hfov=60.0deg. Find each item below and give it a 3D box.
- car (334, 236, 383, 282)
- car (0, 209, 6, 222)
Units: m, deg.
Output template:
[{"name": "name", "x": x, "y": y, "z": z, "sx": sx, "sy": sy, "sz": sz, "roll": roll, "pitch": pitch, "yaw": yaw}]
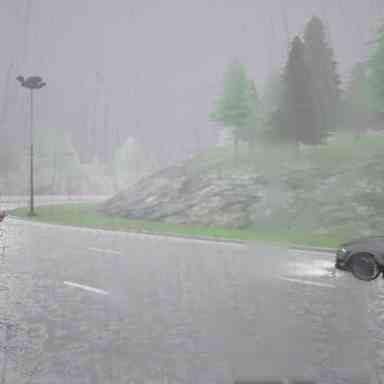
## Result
[{"name": "car", "x": 5.898, "y": 1.564, "z": 8.384, "sx": 4.181, "sy": 1.385, "sz": 1.994, "roll": 0, "pitch": 0, "yaw": 35}, {"name": "car", "x": -15.476, "y": 1.583, "z": 24.692, "sx": 1.895, "sy": 1.301, "sz": 4.718, "roll": 0, "pitch": 0, "yaw": -44}]
